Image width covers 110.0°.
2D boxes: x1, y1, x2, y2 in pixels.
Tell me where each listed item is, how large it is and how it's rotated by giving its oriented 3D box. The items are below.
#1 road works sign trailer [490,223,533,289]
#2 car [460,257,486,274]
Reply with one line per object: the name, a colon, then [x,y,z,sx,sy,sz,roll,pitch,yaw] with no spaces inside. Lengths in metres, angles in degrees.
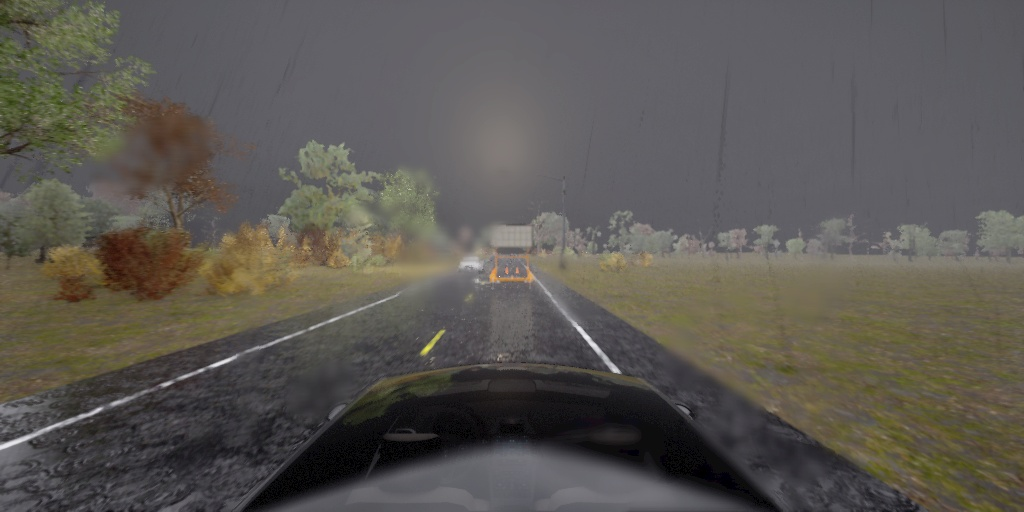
road works sign trailer: [0.000,-0.039,20.302,2.380,3.560,2.880,0,0,0]
car: [-3.585,0.852,32.867,1.812,1.442,4.674,0,1,0]
